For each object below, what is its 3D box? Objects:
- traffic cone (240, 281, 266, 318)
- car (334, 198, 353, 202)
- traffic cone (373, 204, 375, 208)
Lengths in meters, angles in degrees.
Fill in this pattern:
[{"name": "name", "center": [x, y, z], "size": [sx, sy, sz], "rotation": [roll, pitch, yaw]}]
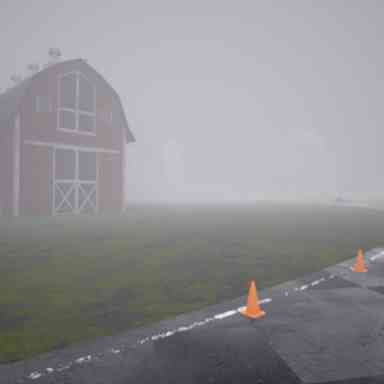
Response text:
[{"name": "traffic cone", "center": [1.122, 1.935, 6.107], "size": [0.340, 0.580, 0.340], "rotation": [0, 0, -40]}, {"name": "car", "center": [25.861, 1.242, 56.849], "size": [1.994, 1.385, 4.181], "rotation": [1, 0, 0]}, {"name": "traffic cone", "center": [23.243, 1.742, 42.495], "size": [0.340, 0.580, 0.340], "rotation": [0, 0, 12]}]
